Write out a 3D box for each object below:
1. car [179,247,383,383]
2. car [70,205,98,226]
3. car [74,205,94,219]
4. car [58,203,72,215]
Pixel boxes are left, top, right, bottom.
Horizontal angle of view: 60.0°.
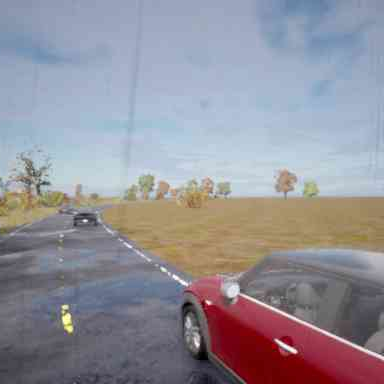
[{"bbox_3d":[1.498,1.424,3.804,2.097,1.767,4.553,0,-1,-24],"label":"car"},{"bbox_3d":[-9.162,2.064,28.494,1.837,1.490,4.892,0,-1,-18],"label":"car"},{"bbox_3d":[-12.673,2.311,39.292,2.033,1.411,5.357,0,-1,-15],"label":"car"},{"bbox_3d":[-18.032,2.433,47.728,1.837,1.490,4.892,0,-1,-14],"label":"car"}]
